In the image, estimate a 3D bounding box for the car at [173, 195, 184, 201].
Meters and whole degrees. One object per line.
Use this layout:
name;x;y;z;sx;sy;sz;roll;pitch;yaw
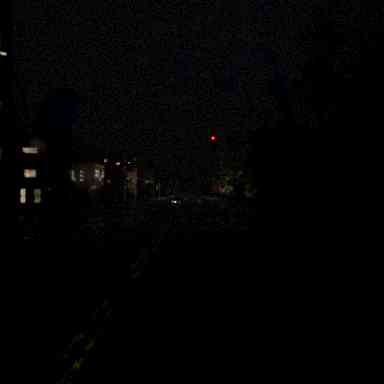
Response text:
car;-3.393;1.544;79.646;1.994;1.385;4.181;0;0;0
